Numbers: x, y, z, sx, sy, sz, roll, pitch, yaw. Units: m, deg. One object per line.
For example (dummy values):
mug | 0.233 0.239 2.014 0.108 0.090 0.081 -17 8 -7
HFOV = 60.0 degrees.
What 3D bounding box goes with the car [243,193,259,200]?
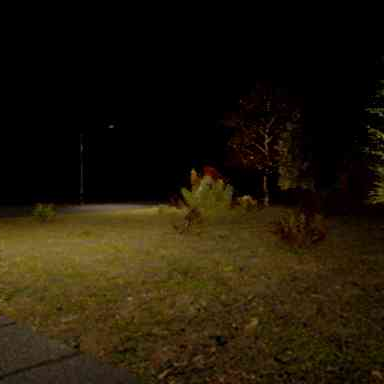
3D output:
car | 12.147 0.960 68.309 2.128 1.511 4.902 2 2 38
